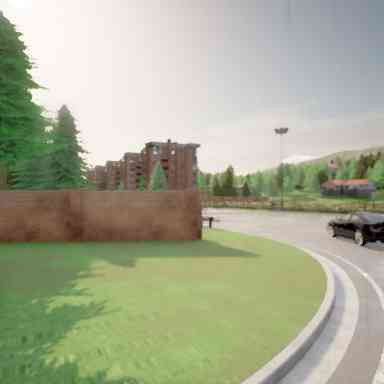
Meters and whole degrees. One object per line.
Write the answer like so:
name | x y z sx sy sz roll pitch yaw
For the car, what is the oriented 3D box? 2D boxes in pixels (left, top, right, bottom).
car | 8.492 1.718 16.554 1.882 1.535 5.008 0 -1 -1

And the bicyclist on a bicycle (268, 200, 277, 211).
bicyclist on a bicycle | 11.909 2.044 49.087 1.656 1.620 0.582 0 -1 -26
